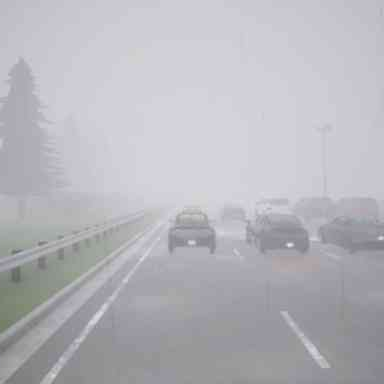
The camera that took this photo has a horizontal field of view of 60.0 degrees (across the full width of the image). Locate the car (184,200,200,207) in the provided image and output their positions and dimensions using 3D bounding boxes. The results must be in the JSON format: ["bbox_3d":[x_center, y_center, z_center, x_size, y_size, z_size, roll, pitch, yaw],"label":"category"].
[{"bbox_3d":[0.004,1.753,29.476,1.882,1.535,5.008,0,0,0],"label":"car"}]

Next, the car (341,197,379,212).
[{"bbox_3d":[14.000,1.487,29.013,2.150,2.045,5.566,0,0,0],"label":"car"}]

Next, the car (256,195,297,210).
[{"bbox_3d":[7.000,1.487,29.013,2.150,2.045,5.566,0,0,0],"label":"car"}]

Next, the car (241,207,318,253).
[{"bbox_3d":[3.503,1.642,14.300,1.837,1.490,4.892,0,0,0],"label":"car"}]

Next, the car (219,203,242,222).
[{"bbox_3d":[3.504,1.753,29.471,1.882,1.535,5.008,0,0,0],"label":"car"}]

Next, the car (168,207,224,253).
[{"bbox_3d":[0.002,1.627,14.301,2.128,1.511,4.902,0,0,0],"label":"car"}]

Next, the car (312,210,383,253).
[{"bbox_3d":[7.002,1.698,14.301,1.994,1.385,4.181,0,0,0],"label":"car"}]

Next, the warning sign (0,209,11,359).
[{"bbox_3d":[-3.050,1.152,3.870,1.300,1.860,1.060,0,-1,0],"label":"warning sign"}]

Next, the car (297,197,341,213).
[{"bbox_3d":[10.500,1.487,29.013,2.150,2.045,5.566,0,0,0],"label":"car"}]
